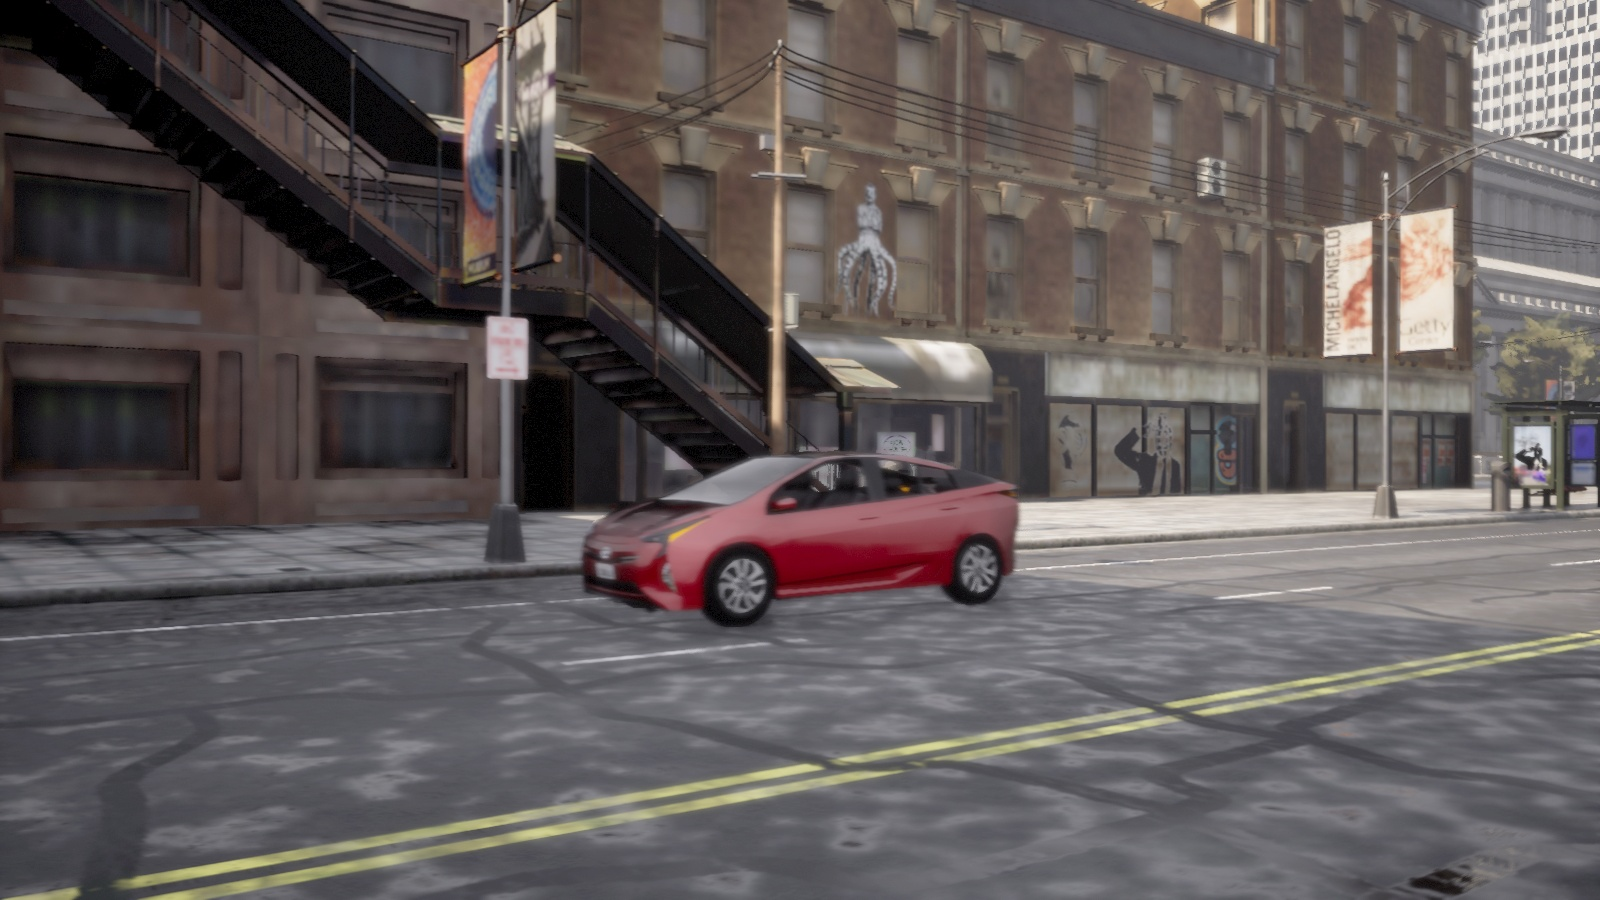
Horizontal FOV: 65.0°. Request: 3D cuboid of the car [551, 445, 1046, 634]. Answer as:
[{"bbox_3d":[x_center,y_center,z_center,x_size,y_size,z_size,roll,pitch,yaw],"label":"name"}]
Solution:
[{"bbox_3d":[0.081,0.734,12.290,4.514,1.525,2.007,0,0,-35],"label":"car"}]
